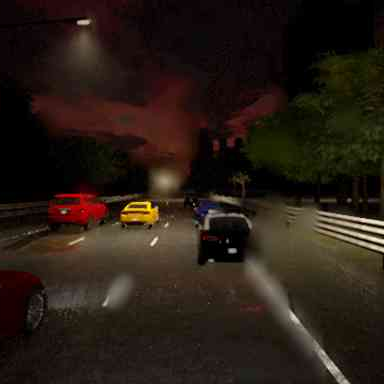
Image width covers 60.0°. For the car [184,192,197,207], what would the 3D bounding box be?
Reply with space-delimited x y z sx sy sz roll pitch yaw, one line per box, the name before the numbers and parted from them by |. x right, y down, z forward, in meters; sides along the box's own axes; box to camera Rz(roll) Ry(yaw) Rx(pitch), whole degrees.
car | -0.071 1.173 46.854 2.097 1.767 4.553 0 0 -1

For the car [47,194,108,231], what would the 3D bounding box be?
car | -6.831 1.156 20.420 2.150 2.045 5.566 0 0 0

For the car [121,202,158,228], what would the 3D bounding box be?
car | -3.332 1.407 21.801 1.882 1.535 5.008 0 0 0

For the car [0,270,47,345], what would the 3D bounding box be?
car | -3.378 1.515 3.714 1.812 1.442 4.674 0 0 0

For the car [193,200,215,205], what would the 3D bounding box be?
car | 1.126 1.455 21.621 1.812 1.442 4.674 0 0 0

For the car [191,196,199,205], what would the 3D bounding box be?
car | 1.108 1.383 27.648 1.882 1.535 5.008 0 0 0

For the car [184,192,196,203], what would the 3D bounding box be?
car | -0.338 0.958 62.449 2.150 2.045 5.566 0 0 -1

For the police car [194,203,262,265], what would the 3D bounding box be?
police car | 1.118 1.389 11.686 1.930 1.638 5.238 0 0 0
